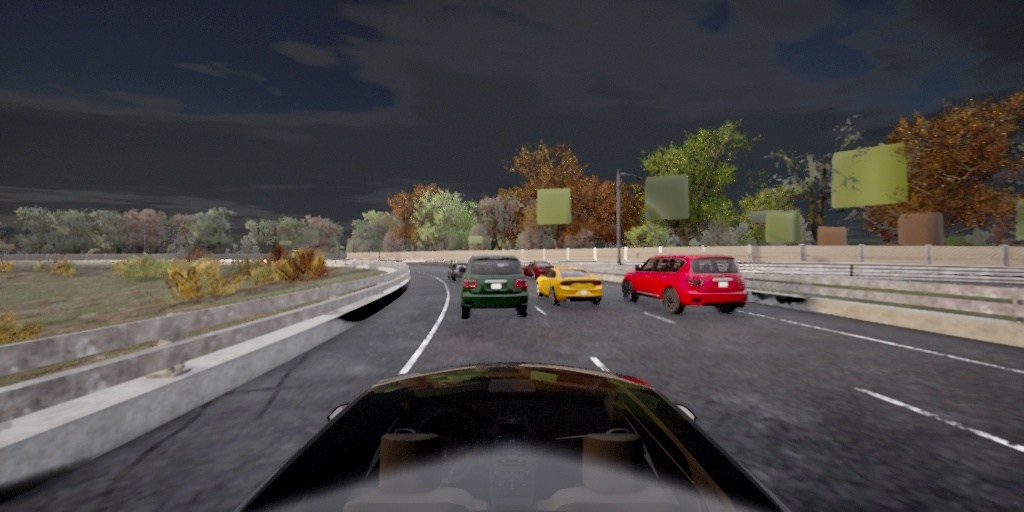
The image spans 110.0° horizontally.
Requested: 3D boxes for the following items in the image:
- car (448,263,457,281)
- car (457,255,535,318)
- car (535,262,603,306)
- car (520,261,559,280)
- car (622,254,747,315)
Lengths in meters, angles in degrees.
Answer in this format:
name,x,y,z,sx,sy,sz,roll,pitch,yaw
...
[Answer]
name,x,y,z,sx,sy,sz,roll,pitch,yaw
car,-4.317,1.315,30.378,1.812,1.442,4.674,0,0,-16
car,-0.777,0.986,13.339,2.150,2.045,5.566,0,0,-7
car,2.385,1.231,16.023,1.882,1.535,5.008,0,0,-8
car,2.402,1.244,32.283,1.882,1.535,5.008,0,0,-16
car,6.220,0.961,13.731,2.150,2.045,5.566,0,0,-7
